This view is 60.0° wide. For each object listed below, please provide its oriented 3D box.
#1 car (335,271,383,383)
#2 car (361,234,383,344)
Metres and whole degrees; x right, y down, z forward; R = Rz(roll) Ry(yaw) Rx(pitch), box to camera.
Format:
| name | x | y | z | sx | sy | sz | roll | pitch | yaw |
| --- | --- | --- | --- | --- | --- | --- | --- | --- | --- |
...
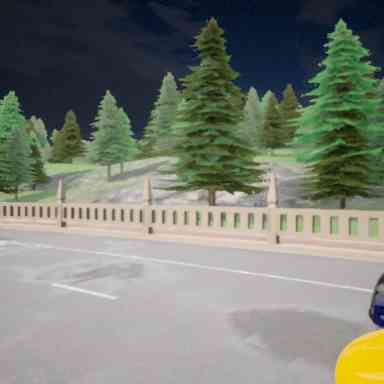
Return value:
| name | x | y | z | sx | sy | sz | roll | pitch | yaw |
| --- | --- | --- | --- | --- | --- | --- | --- | --- | --- |
| car | 3.302 | 1.466 | 1.471 | 5.008 | 1.535 | 1.882 | 0 | 0 | 36 |
| car | 4.849 | 1.541 | 4.642 | 4.181 | 1.385 | 1.994 | 0 | 0 | 36 |
